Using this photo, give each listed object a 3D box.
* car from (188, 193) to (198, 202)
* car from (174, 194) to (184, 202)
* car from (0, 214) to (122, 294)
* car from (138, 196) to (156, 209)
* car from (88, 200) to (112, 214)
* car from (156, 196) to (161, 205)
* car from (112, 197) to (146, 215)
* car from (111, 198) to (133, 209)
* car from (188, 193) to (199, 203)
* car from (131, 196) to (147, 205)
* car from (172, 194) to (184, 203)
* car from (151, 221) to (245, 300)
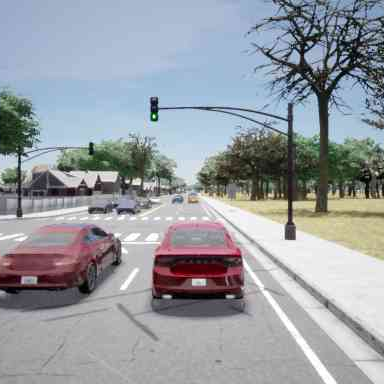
[{"bbox_3d":[0.206,1.191,76.298,2.150,2.045,5.566,0,0,0],"label":"car"},{"bbox_3d":[-3.044,1.321,76.271,2.097,1.767,4.553,0,0,0],"label":"car"},{"bbox_3d":[-3.127,1.525,8.682,1.812,1.442,4.674,0,0,0],"label":"car"},{"bbox_3d":[-6.483,1.481,44.274,2.128,1.511,4.902,0,0,0],"label":"car"},{"bbox_3d":[-9.786,1.541,36.146,2.033,1.411,5.357,0,0,-3],"label":"car"},{"bbox_3d":[-6.429,1.508,57.897,1.812,1.442,4.674,0,1,-1],"label":"car"},{"bbox_3d":[-6.504,1.542,34.814,2.033,1.411,5.357,0,0,0],"label":"car"},{"bbox_3d":[-9.722,1.537,46.631,2.033,1.411,5.357,0,0,0],"label":"car"},{"bbox_3d":[0.276,1.452,65.897,1.882,1.535,5.008,0,0,0],"label":"car"},{"bbox_3d":[-9.651,1.526,60.799,2.033,1.411,5.357,0,0,0],"label":"car"},{"bbox_3d":[-2.969,1.500,66.306,1.812,1.442,4.674,0,0,0],"label":"car"},{"bbox_3d":[0.120,1.477,8.470,1.882,1.535,5.008,0,0,0],"label":"car"}]
